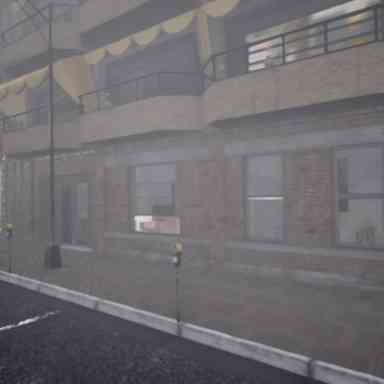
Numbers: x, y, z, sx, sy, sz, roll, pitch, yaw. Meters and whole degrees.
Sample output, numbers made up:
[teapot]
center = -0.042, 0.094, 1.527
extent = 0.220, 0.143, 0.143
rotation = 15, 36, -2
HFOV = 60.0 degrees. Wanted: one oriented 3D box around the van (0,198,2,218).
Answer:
[van]
center = -16.469, 1.462, 30.946
extent = 1.690, 1.788, 3.998
rotation = -2, -1, 36
